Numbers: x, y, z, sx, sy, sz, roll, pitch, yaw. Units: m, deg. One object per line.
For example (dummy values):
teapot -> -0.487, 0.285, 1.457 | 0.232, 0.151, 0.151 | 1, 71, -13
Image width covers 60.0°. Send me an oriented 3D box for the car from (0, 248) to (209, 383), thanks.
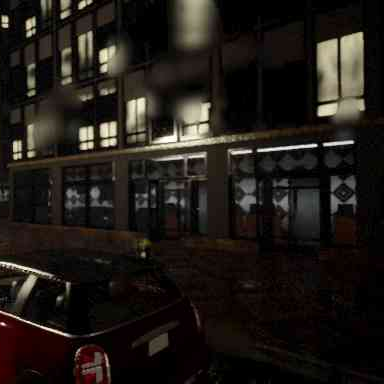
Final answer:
car -> -1.892, 1.445, 4.234 | 4.097, 1.590, 1.967 | 0, -1, 35
